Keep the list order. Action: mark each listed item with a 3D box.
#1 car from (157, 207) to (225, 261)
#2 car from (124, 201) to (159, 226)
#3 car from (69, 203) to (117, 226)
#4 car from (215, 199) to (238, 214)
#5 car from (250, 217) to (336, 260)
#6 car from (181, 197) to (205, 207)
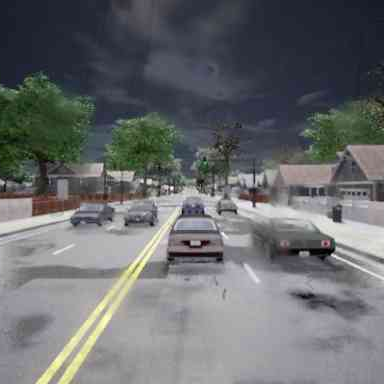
[{"bbox_3d":[0.096,1.492,12.006,2.033,1.411,5.357,0,0,0],"label":"car"},{"bbox_3d":[-3.260,1.410,22.224,1.837,1.490,4.892,0,0,0],"label":"car"},{"bbox_3d":[-6.507,1.442,22.533,2.033,1.411,5.357,0,0,0],"label":"car"},{"bbox_3d":[3.337,1.395,32.753,2.033,1.411,5.357,0,0,0],"label":"car"},{"bbox_3d":[3.344,1.546,12.101,1.895,1.301,4.718,0,0,0],"label":"car"},{"bbox_3d":[0.091,1.207,31.329,2.097,1.767,4.553,0,0,0],"label":"car"}]
